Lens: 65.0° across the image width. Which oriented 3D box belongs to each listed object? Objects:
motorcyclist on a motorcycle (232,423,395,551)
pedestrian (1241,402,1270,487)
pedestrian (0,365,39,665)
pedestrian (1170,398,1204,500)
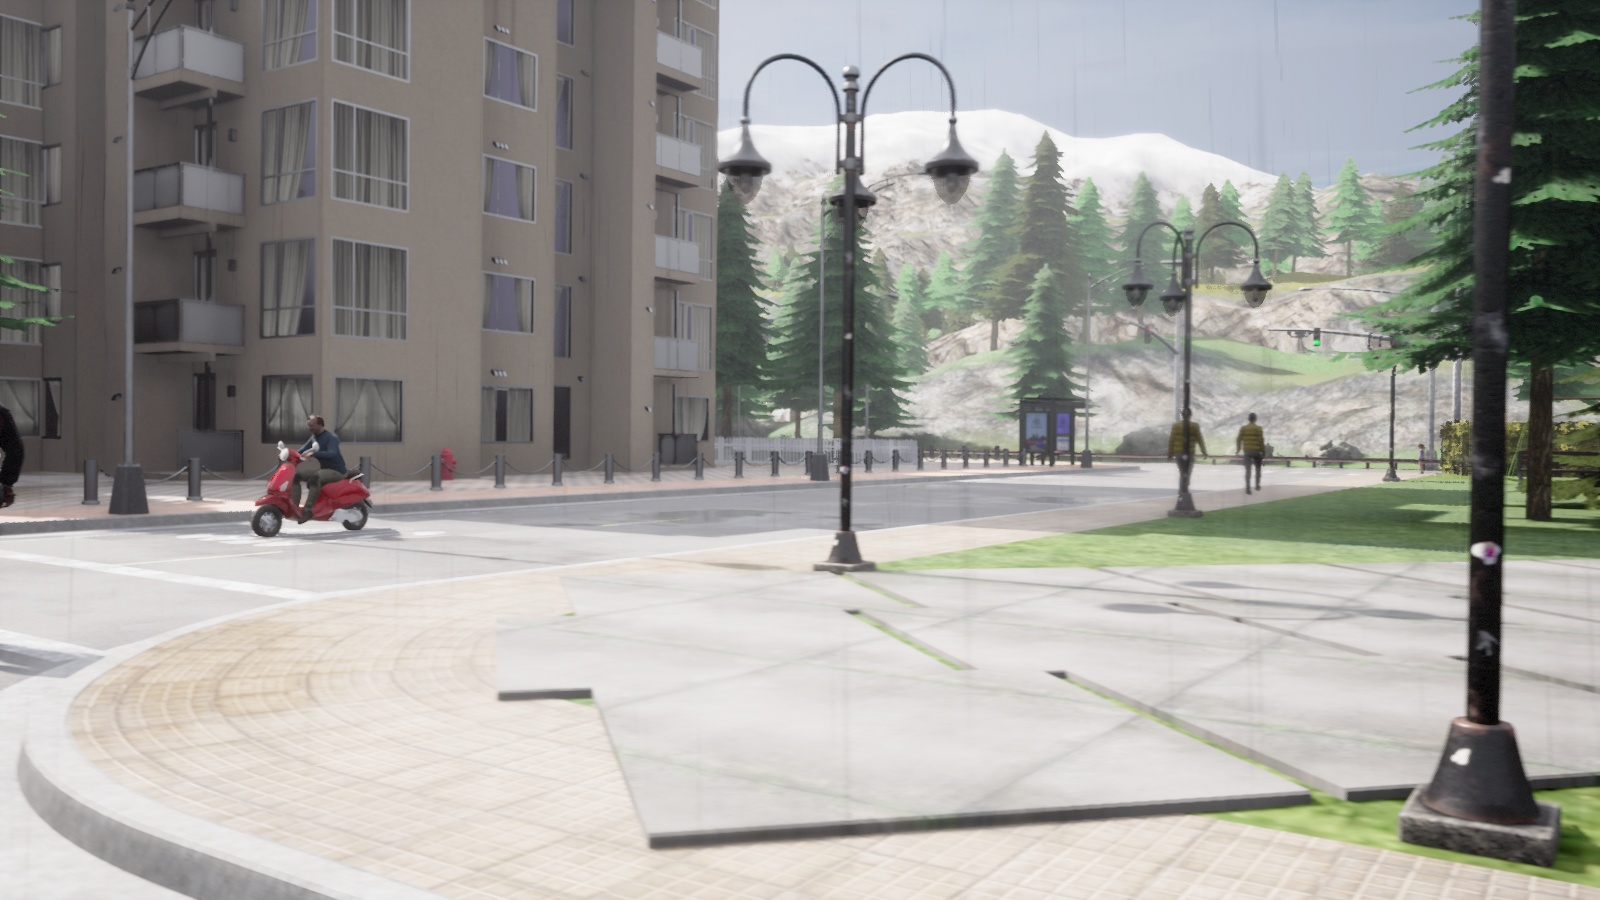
[{"bbox_3d":[-6.420,0.443,16.657,0.866,1.590,1.817,0,1,34],"label":"motorcyclist on a motorcycle"},{"bbox_3d":[10.053,-0.120,27.709,0.431,1.840,0.709,0,1,34],"label":"pedestrian"},{"bbox_3d":[-5.422,0.415,8.251,0.666,1.930,0.402,0,1,26],"label":"pedestrian"},{"bbox_3d":[7.099,-0.028,23.013,0.431,1.840,0.709,0,1,32],"label":"pedestrian"}]
